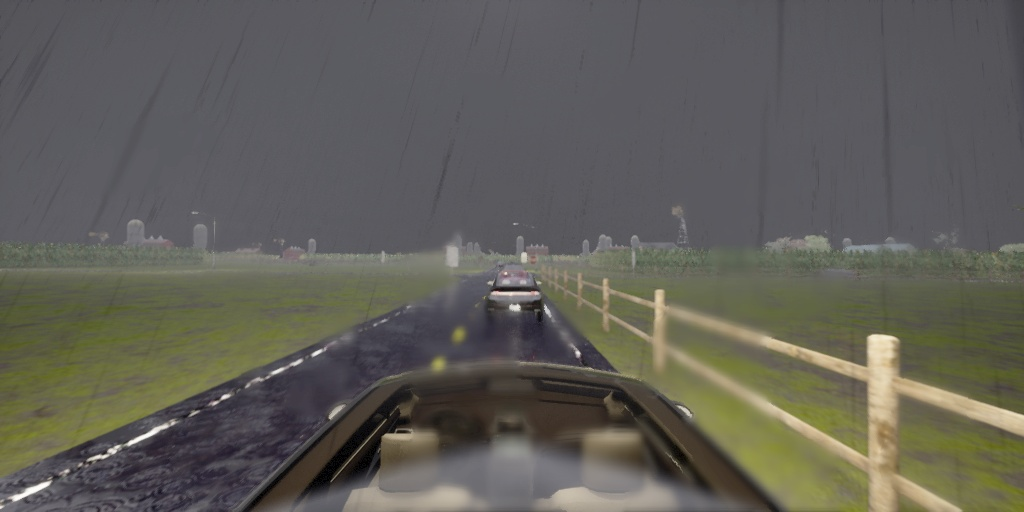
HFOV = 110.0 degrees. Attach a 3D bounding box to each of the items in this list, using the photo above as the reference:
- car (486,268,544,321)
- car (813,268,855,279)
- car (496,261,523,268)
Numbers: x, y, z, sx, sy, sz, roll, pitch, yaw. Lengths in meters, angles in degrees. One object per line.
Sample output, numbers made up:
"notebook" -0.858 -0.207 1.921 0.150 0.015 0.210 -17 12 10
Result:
"car" 0.098 1.346 13.020 2.128 1.511 4.902 0 0 0
"car" 40.843 2.211 45.550 4.181 1.385 1.994 1 -1 1
"car" 0.092 1.325 26.830 2.097 1.767 4.553 0 0 0
